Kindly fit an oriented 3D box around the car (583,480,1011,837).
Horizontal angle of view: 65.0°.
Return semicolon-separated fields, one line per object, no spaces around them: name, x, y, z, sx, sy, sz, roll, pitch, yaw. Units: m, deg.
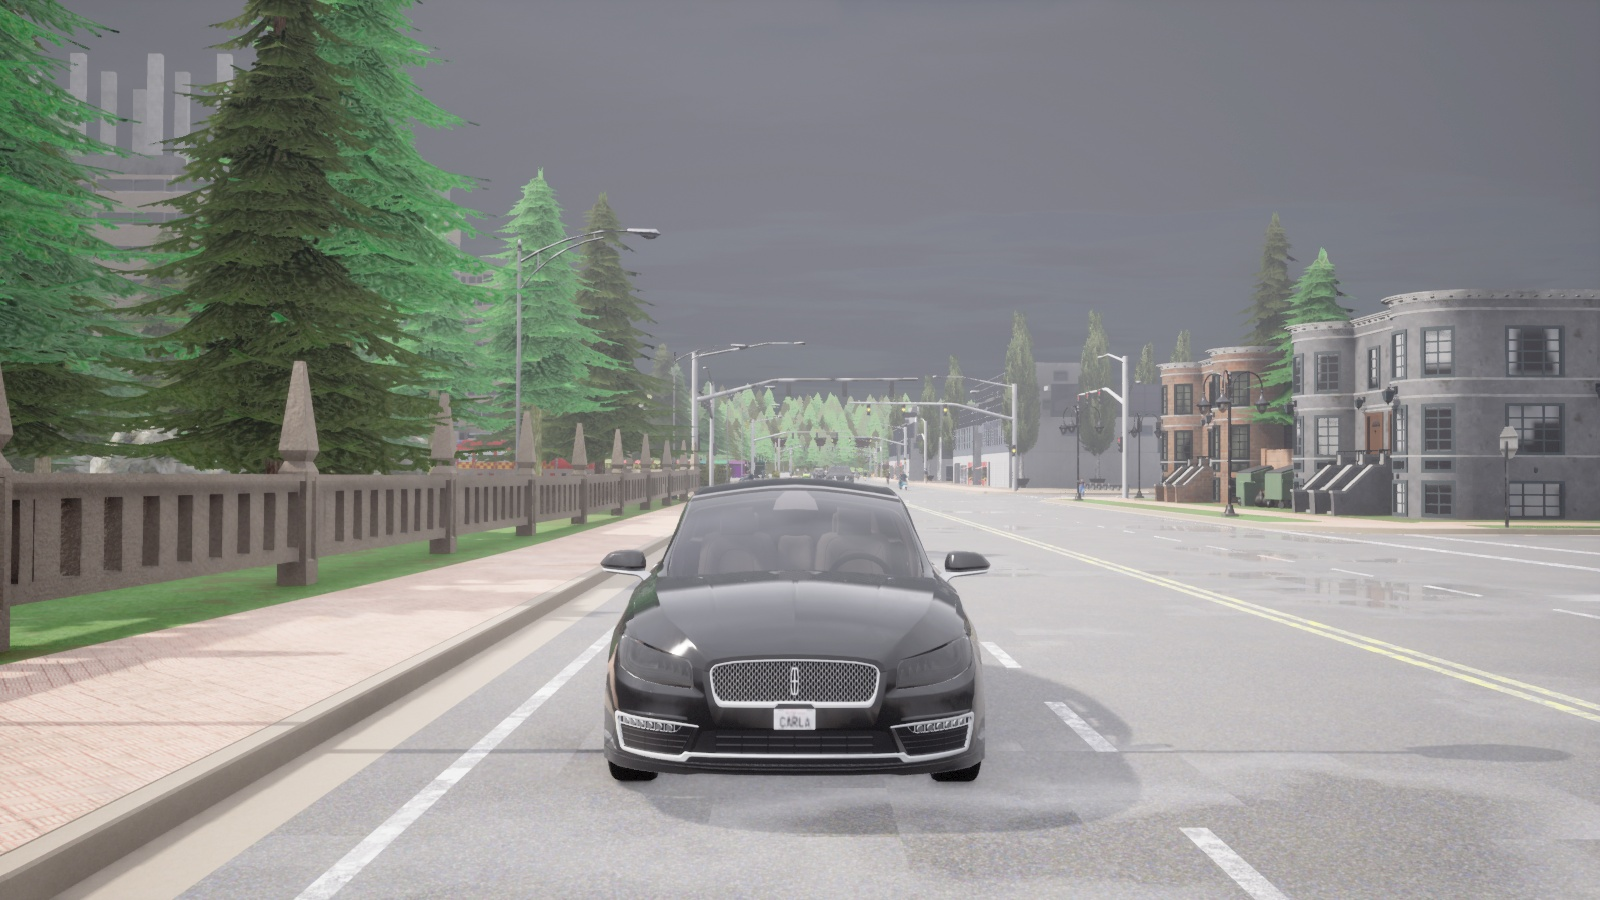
car;-0.021;0.951;7.848;1.837;1.490;4.892;0;-1;0

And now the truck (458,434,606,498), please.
truck;-16.340;1.006;77.079;8.468;3.827;2.891;0;-1;0
